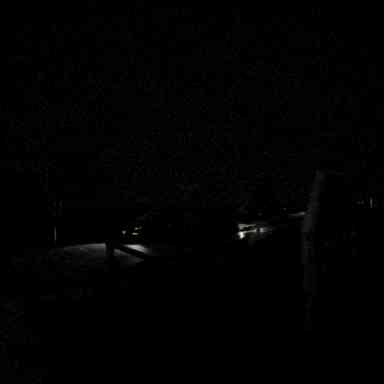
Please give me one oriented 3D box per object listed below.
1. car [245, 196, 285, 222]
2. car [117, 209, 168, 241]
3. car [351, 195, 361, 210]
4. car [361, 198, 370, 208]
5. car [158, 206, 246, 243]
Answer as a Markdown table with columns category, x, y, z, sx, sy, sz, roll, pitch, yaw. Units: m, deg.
| category | x | y | z | sx | sy | sz | roll | pitch | yaw |
| --- | --- | --- | --- | --- | --- | --- | --- | --- | --- |
| car | 6.115 | 1.401 | 28.615 | 2.150 | 2.045 | 5.566 | -4 | -2 | 37 |
| car | -1.832 | 1.693 | 17.944 | 1.837 | 1.490 | 4.892 | -4 | -2 | 37 |
| car | 18.435 | 1.253 | 40.292 | 2.150 | 2.045 | 5.566 | -4 | -2 | 37 |
| car | 24.657 | 1.581 | 48.684 | 2.033 | 1.411 | 5.357 | -4 | -2 | 37 |
| car | 0.620 | 1.608 | 16.461 | 1.994 | 1.385 | 4.181 | -4 | -2 | 37 |
